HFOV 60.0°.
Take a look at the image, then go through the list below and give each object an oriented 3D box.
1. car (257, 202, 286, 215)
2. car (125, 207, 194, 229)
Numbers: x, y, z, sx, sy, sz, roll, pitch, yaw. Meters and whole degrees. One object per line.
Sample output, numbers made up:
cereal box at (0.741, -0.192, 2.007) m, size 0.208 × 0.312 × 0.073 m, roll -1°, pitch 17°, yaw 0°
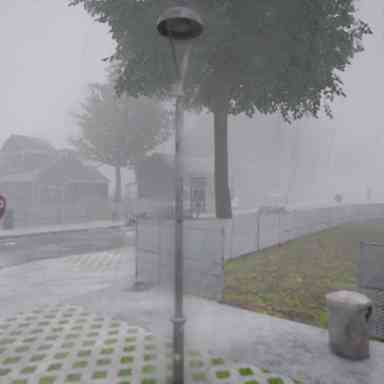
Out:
car at (9.176, 1.844, 37.878) m, size 1.812 × 1.442 × 4.674 m, roll 1°, pitch 0°, yaw 36°
car at (-2.001, 1.718, 22.637) m, size 2.033 × 1.411 × 5.357 m, roll 1°, pitch 0°, yaw 36°
